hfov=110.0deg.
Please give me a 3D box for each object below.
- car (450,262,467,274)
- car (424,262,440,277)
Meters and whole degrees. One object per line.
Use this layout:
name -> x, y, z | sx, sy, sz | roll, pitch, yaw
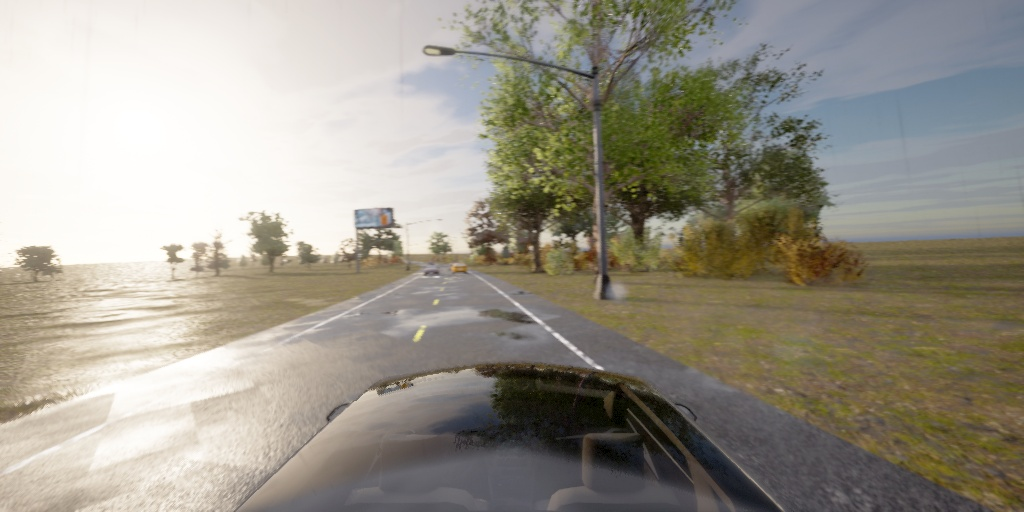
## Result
car -> -7.305, 1.694, 49.928 | 1.882, 1.535, 5.008 | -2, 0, -11
car -> -10.461, 1.858, 46.848 | 1.812, 1.442, 4.674 | -2, 0, -10
